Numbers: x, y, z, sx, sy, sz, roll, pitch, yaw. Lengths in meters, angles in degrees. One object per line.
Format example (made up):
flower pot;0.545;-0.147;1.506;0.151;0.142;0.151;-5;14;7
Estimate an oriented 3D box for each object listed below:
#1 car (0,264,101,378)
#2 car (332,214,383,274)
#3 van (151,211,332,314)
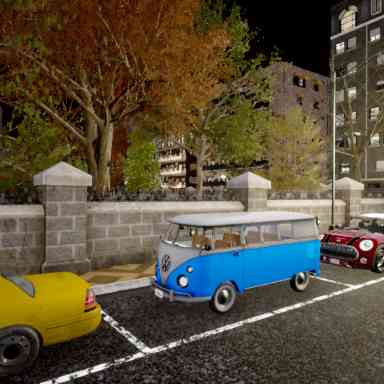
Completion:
car;-3.608;1.525;3.976;4.829;1.417;1.752;0;1;-35
car;5.678;1.442;10.584;4.097;1.590;1.967;0;1;-35
van;1.106;1.342;7.328;3.998;1.788;1.690;0;1;-35
